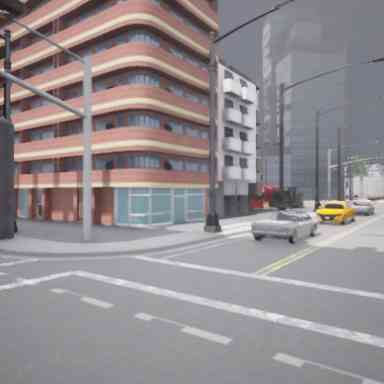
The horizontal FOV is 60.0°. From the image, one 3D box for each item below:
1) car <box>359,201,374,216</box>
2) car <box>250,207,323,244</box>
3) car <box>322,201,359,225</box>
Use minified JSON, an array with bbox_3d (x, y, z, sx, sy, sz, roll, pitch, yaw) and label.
[{"bbox_3d":[16.467,1.596,32.536,1.895,1.301,4.718,0,0,36],"label":"car"},{"bbox_3d":[4.574,1.595,16.065,1.895,1.301,4.718,0,0,36],"label":"car"},{"bbox_3d":[10.518,1.472,24.314,1.882,1.535,5.008,0,0,36],"label":"car"}]
